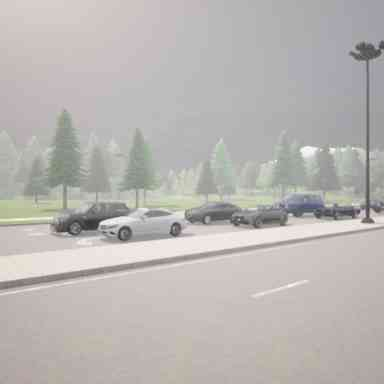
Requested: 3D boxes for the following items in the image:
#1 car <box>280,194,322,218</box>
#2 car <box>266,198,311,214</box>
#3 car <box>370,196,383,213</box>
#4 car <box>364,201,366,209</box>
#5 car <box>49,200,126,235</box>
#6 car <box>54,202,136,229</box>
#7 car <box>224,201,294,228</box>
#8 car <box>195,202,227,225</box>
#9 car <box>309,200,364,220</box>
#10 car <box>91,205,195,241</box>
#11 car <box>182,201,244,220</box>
[{"bbox_3d":[10.041,1.224,30.907,5.566,2.045,2.150,0,0,-37],"label":"car"},{"bbox_3d":[10.340,1.492,35.567,4.902,1.511,2.128,0,0,-38],"label":"car"},{"bbox_3d":[21.392,1.218,35.230,5.566,2.045,2.150,-1,0,-38],"label":"car"},{"bbox_3d":[22.017,1.507,40.087,4.892,1.490,1.837,1,0,-37],"label":"car"},{"bbox_3d":[-5.514,1.352,18.742,4.553,1.767,2.097,0,0,-38],"label":"car"},{"bbox_3d":[-6.438,1.478,22.462,5.008,1.535,1.882,0,0,-38],"label":"car"},{"bbox_3d":[4.503,1.564,22.146,4.181,1.385,1.994,0,0,-39],"label":"car"},{"bbox_3d":[1.673,1.505,24.366,4.892,1.490,1.837,0,0,-38],"label":"car"},{"bbox_3d":[12.328,1.601,28.246,4.718,1.301,1.895,0,0,-38],"label":"car"},{"bbox_3d":[-2.358,1.526,16.767,4.674,1.442,1.812,0,0,-38],"label":"car"},{"bbox_3d":[1.905,1.548,28.990,5.357,1.411,2.033,0,0,-38],"label":"car"}]
